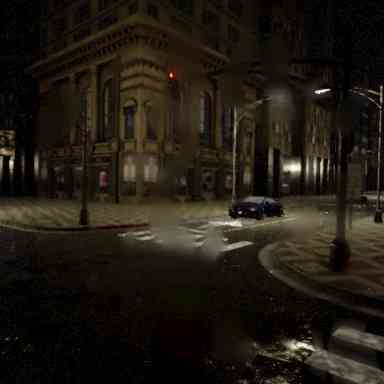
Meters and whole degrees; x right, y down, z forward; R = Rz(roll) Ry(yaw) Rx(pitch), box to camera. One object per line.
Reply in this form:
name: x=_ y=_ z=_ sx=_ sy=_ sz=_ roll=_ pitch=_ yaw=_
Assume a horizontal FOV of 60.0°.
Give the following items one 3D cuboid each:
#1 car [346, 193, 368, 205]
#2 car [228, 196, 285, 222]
car: x=17.468 y=0.617 z=35.933 sx=1.994 sy=1.385 sz=4.181 roll=2 pitch=2 yaw=41
car: x=4.059 y=0.954 z=20.538 sx=1.994 sy=1.385 sz=4.181 roll=2 pitch=3 yaw=41
